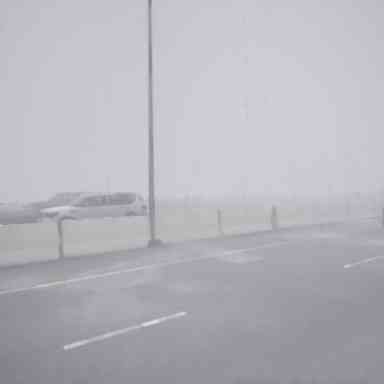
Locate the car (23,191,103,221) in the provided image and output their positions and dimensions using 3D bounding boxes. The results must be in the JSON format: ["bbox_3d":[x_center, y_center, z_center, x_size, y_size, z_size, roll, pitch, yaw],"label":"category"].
[{"bbox_3d":[-10.301,1.028,26.743,5.566,2.045,2.150,-2,1,-36],"label":"car"}]

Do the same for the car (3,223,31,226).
[{"bbox_3d":[-8.964,1.498,19.097,4.718,1.301,1.895,-2,1,-36],"label":"car"}]

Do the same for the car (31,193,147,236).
[{"bbox_3d":[-5.101,1.058,17.555,5.566,2.045,2.150,-2,1,-36],"label":"car"}]

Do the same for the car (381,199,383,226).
[{"bbox_3d":[11.087,1.023,15.962,5.008,1.535,1.882,-1,1,-36],"label":"car"}]
